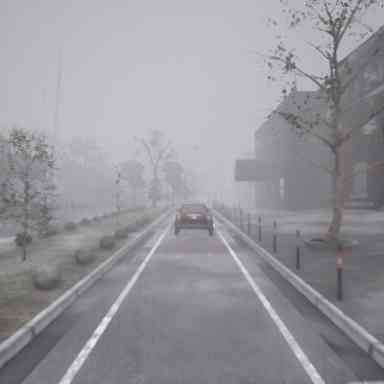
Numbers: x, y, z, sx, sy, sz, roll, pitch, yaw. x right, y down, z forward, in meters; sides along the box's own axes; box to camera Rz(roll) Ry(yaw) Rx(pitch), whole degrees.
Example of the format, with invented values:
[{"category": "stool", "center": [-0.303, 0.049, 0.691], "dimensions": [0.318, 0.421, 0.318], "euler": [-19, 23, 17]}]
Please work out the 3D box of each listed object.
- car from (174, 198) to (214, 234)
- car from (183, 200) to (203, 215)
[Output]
[{"category": "car", "center": [0.097, 1.368, 19.635], "dimensions": [2.097, 1.767, 4.553], "euler": [0, 0, 0]}, {"category": "car", "center": [0.093, 1.604, 36.380], "dimensions": [2.033, 1.411, 5.357], "euler": [0, -1, 0]}]
